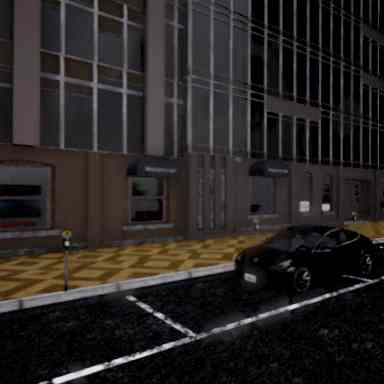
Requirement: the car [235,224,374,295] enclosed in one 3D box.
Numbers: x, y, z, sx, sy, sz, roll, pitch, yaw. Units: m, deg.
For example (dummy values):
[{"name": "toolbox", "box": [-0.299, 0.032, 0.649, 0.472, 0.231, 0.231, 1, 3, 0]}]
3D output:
[{"name": "car", "box": [3.094, 1.563, 8.760, 4.313, 1.339, 1.947, 0, 1, -35]}]
